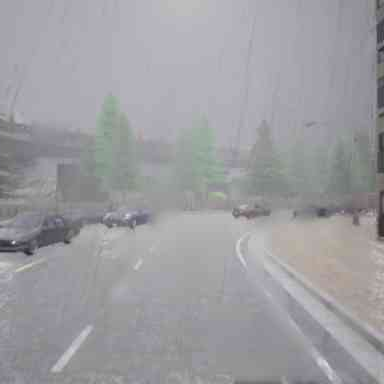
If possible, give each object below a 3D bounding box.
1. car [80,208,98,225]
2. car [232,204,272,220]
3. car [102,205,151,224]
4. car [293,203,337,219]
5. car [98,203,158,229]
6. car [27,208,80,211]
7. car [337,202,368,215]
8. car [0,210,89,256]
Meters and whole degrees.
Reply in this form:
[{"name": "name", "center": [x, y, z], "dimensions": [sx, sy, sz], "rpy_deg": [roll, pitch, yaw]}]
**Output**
[{"name": "car", "center": [-7.972, 1.852, 24.559], "dimensions": [1.994, 1.385, 4.181], "rpy_deg": [0, -1, 21]}, {"name": "car", "center": [5.887, 1.880, 32.691], "dimensions": [4.674, 1.442, 1.812], "rpy_deg": [1, -1, -40]}, {"name": "car", "center": [-5.582, 1.878, 28.962], "dimensions": [1.994, 1.385, 4.181], "rpy_deg": [0, -1, 29]}, {"name": "car", "center": [11.992, 1.922, 33.023], "dimensions": [4.181, 1.385, 1.994], "rpy_deg": [0, -1, -33]}, {"name": "car", "center": [-4.259, 1.611, 23.903], "dimensions": [2.097, 1.767, 4.553], "rpy_deg": [0, -1, 22]}, {"name": "car", "center": [-9.174, 1.761, 19.650], "dimensions": [2.033, 1.411, 5.357], "rpy_deg": [0, -1, 14]}, {"name": "car", "center": [18.486, 1.933, 39.562], "dimensions": [4.892, 1.490, 1.837], "rpy_deg": [0, -1, -15]}, {"name": "car", "center": [-6.654, 1.703, 14.251], "dimensions": [2.033, 1.411, 5.357], "rpy_deg": [0, -1, 6]}]
